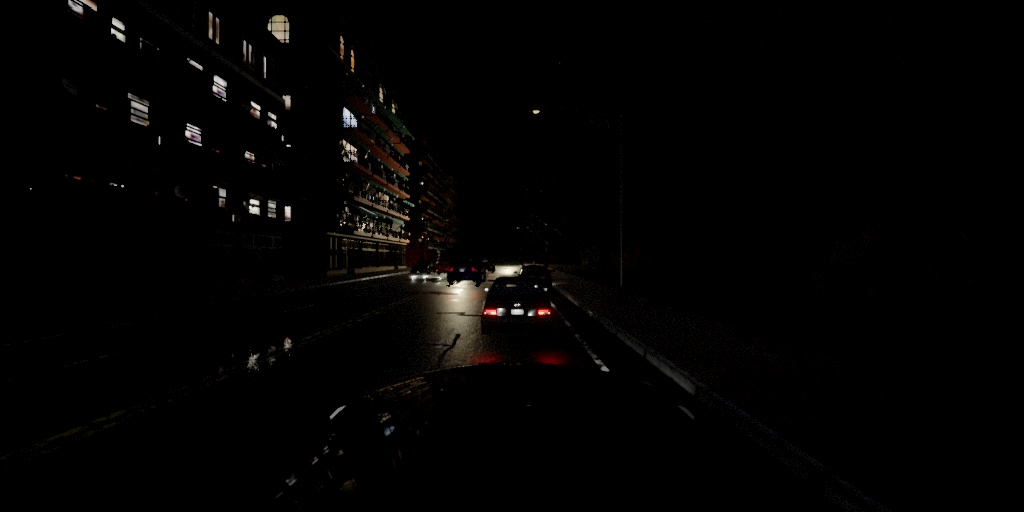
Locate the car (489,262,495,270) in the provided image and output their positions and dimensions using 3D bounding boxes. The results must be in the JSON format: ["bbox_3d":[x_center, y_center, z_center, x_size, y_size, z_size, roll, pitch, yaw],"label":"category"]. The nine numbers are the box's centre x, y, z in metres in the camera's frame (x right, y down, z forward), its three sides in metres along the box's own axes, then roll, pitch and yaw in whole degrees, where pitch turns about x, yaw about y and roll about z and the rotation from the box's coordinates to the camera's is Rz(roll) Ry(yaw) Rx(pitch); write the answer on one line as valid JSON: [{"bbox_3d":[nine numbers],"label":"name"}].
[{"bbox_3d":[-3.053,1.352,44.084,1.895,1.301,4.718,0,0,0],"label":"car"}]

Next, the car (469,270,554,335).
[{"bbox_3d":[0.121,1.299,10.521,2.033,1.411,5.357,0,0,0],"label":"car"}]

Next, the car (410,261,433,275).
[{"bbox_3d":[-9.764,1.299,39.936,2.033,1.411,5.357,0,0,0],"label":"car"}]

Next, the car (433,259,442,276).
[{"bbox_3d":[-6.518,0.973,38.165,2.150,2.045,5.566,0,0,0],"label":"car"}]

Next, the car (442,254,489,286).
[{"bbox_3d":[-3.097,0.976,25.107,2.150,2.045,5.566,0,0,0],"label":"car"}]

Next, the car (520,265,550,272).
[{"bbox_3d":[1.178,1.257,20.209,1.837,1.490,4.892,0,0,0],"label":"car"}]
